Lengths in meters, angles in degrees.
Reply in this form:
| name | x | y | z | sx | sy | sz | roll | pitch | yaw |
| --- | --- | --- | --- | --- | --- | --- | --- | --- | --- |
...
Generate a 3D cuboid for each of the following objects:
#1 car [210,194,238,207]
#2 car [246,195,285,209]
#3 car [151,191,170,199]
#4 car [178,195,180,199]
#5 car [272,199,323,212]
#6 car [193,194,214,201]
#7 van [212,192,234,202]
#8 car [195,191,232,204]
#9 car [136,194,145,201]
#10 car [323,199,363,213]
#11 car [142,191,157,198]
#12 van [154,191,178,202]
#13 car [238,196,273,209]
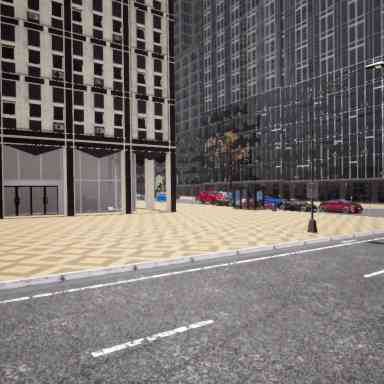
| name | x | y | z | sx | sy | sz | roll | pitch | yaw |
| --- | --- | --- | --- | --- | --- | --- | --- | --- | --- |
| car | 4.818 | 1.320 | 44.820 | 1.947 | 1.339 | 4.313 | 0 | 1 | -34 |
| car | 9.350 | 1.227 | 42.848 | 1.882 | 1.535 | 5.008 | -1 | 1 | -34 |
| car | -7.399 | 0.616 | 77.750 | 2.192 | 1.841 | 5.009 | 0 | 1 | -34 |
| car | -4.200 | 0.937 | 73.055 | 1.802 | 1.307 | 4.206 | 0 | 1 | -34 |
| car | 11.152 | 1.424 | 35.379 | 1.947 | 1.339 | 4.313 | 0 | 1 | -34 |
| car | 2.196 | 1.044 | 63.658 | 1.802 | 1.307 | 4.206 | 0 | 1 | -34 |
| van | 5.394 | 0.856 | 58.957 | 1.690 | 1.788 | 3.998 | 0 | 1 | -34 |
| car | 3.364 | 0.874 | 51.652 | 2.150 | 2.045 | 5.566 | -1 | 1 | -34 |
| car | -11.128 | 1.040 | 68.340 | 2.008 | 1.369 | 4.403 | 0 | 1 | -34 |
| car | 15.239 | 1.408 | 34.195 | 1.994 | 1.385 | 4.181 | -1 | 1 | -34 |
| car | -10.597 | 0.687 | 82.449 | 1.967 | 1.590 | 4.097 | 0 | 1 | -34 |
| van | -4.731 | 0.938 | 58.941 | 1.690 | 1.788 | 3.998 | 0 | 1 | -34 |
| car | 7.968 | 1.388 | 40.090 | 1.802 | 1.307 | 4.206 | 0 | 1 | -34 |
